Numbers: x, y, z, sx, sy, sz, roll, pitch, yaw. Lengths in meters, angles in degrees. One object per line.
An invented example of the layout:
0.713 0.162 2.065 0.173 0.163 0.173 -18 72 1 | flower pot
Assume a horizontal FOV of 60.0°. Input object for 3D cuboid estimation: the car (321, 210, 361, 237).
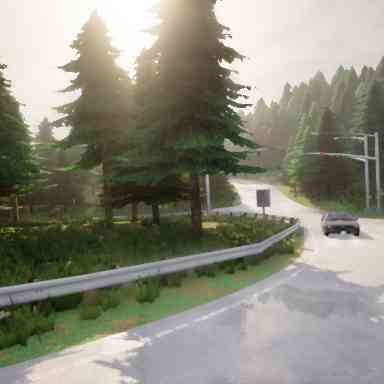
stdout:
8.883 1.823 20.247 2.033 1.411 5.357 -3 -2 18 | car
